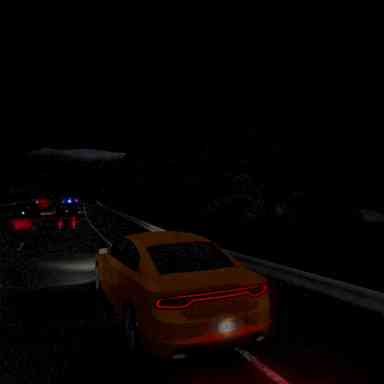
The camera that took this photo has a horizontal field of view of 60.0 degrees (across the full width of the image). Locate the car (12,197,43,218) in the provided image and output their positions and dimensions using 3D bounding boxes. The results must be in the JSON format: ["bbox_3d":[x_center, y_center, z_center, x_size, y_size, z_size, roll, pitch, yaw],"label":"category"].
[{"bbox_3d":[-14.962,1.505,30.189,1.837,1.490,4.892,0,0,-19],"label":"car"}]

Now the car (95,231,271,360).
[{"bbox_3d":[-0.602,1.478,6.287,1.882,1.535,5.008,0,0,-24],"label":"car"}]

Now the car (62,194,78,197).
[{"bbox_3d":[-15.167,1.221,41.483,2.150,2.045,5.566,0,0,-18],"label":"car"}]

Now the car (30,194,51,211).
[{"bbox_3d":[-18.338,1.221,40.102,2.150,2.045,5.566,0,0,-19],"label":"car"}]

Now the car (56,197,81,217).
[{"bbox_3d":[-11.781,1.491,31.566,2.128,1.511,4.902,0,0,-19],"label":"car"}]
